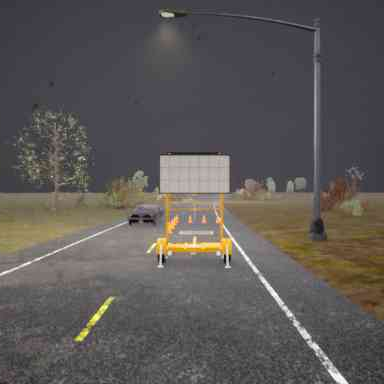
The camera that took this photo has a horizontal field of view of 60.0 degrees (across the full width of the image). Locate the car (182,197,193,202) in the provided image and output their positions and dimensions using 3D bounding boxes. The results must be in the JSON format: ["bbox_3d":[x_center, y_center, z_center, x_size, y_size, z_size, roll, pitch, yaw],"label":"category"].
[{"bbox_3d":[-0.882,1.585,65.136,1.895,1.301,4.718,0,0,5],"label":"car"}]

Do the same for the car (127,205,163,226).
[{"bbox_3d":[-3.202,1.598,23.474,1.895,1.301,4.718,0,0,2],"label":"car"}]

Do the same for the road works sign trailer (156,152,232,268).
[{"bbox_3d":[0.088,0.463,11.274,2.380,3.560,2.880,0,0,1],"label":"road works sign trailer"}]
